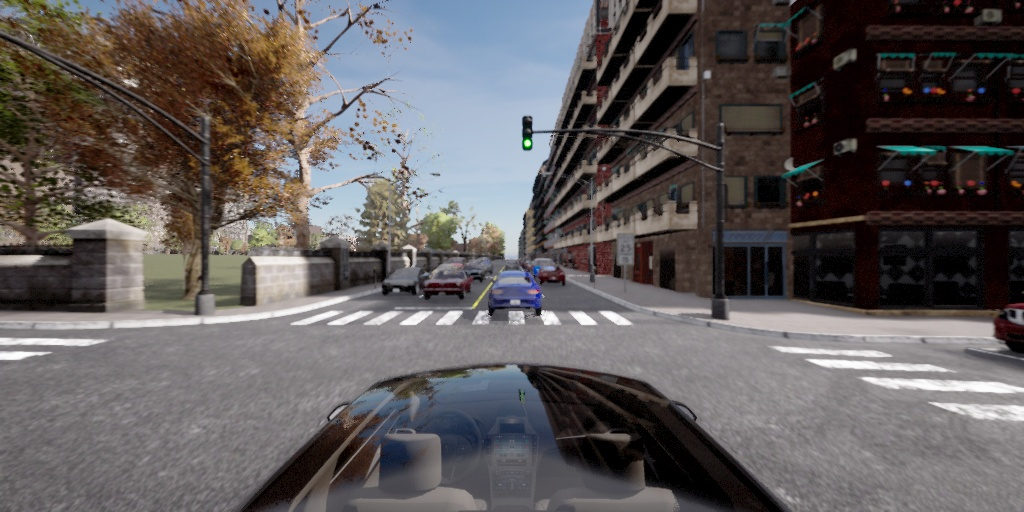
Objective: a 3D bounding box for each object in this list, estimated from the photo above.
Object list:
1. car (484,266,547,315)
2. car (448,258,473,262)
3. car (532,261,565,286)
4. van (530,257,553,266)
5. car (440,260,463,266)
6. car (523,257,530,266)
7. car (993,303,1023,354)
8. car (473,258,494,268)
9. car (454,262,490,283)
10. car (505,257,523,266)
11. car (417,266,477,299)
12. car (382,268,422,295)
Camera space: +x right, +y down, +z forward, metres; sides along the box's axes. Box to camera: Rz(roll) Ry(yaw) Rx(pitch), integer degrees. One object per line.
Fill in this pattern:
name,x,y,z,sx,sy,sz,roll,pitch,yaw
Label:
car,0.102,1.277,13.478,1.812,1.442,4.674,0,0,0
car,-5.681,1.080,36.682,2.192,1.841,5.009,0,0,0
car,2.697,1.302,25.419,1.888,1.381,4.507,0,0,0
van,2.698,1.101,31.050,1.690,1.789,3.998,0,0,0
car,-5.682,1.286,30.883,1.751,1.417,4.829,0,0,0
car,2.701,1.210,42.310,1.967,1.591,4.097,0,0,0
car,13.451,1.347,7.446,5.009,1.841,2.192,0,0,-1
car,-3.061,1.260,40.040,2.128,1.511,4.902,0,0,0
car,-3.070,1.359,28.253,1.895,1.301,4.718,0,0,0
car,0.012,1.269,48.473,2.128,1.511,4.902,0,0,0
car,-3.090,1.354,18.091,1.895,1.301,4.718,0,0,0
car,-5.685,1.320,19.791,1.948,1.339,4.313,0,0,0
